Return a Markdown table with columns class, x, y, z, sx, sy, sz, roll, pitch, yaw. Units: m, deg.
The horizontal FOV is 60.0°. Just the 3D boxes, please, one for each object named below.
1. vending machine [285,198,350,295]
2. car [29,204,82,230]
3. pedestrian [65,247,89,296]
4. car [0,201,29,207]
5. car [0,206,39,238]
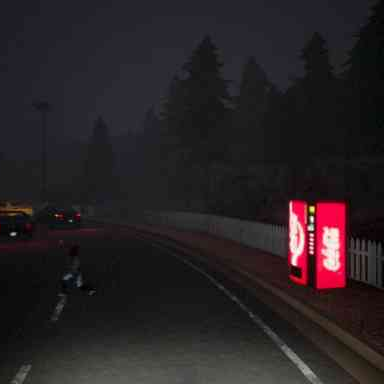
| class | x | y | z | sx | sy | sz | roll | pitch | yaw |
| --- | --- | --- | --- | --- | --- | --- | --- | --- | --- |
| vending machine | 2.909 | 1.195 | 7.784 | 1.100 | 2.100 | 0.880 | 0 | 0 | -13 |
| car | -8.683 | 1.525 | 21.439 | 1.812 | 1.442 | 4.674 | 0 | 0 | -41 |
| pedestrian | -2.472 | 1.294 | 7.169 | 0.375 | 1.860 | 0.375 | 0 | 0 | -14 |
| car | -15.180 | 1.477 | 27.933 | 5.008 | 1.535 | 1.882 | 0 | 0 | 40 |
| car | -9.371 | 1.600 | 16.906 | 1.895 | 1.301 | 4.718 | 0 | 0 | -35 |
